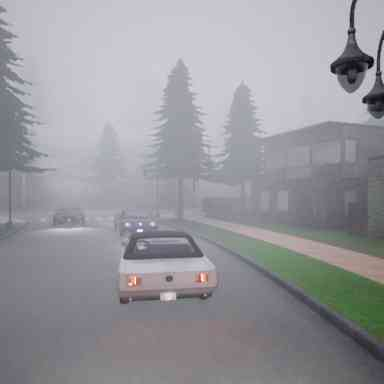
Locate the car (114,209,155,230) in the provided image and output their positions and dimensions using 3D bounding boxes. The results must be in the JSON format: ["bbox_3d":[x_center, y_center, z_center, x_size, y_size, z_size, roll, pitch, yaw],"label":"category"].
[{"bbox_3d":[-3.196,1.595,18.253,1.895,1.301,4.718,0,0,-18],"label":"car"}]

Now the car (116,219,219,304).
[{"bbox_3d":[-0.805,1.598,8.204,1.895,1.301,4.718,0,0,-10],"label":"car"}]

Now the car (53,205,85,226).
[{"bbox_3d":[-8.451,1.593,22.991,1.994,1.385,4.181,0,0,-19],"label":"car"}]
